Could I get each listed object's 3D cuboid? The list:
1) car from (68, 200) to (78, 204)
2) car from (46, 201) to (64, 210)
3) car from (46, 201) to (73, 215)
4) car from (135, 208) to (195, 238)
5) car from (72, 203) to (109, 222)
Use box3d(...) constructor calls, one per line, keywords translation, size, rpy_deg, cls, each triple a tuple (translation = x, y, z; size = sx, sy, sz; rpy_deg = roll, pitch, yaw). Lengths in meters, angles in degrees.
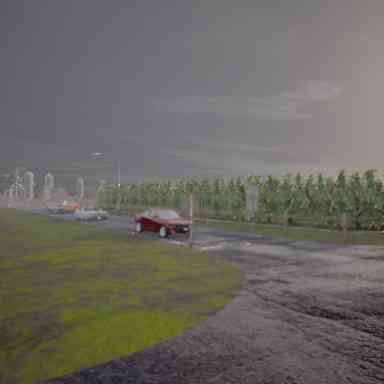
box3d(translation=(-18.089, 2.022, 49.203), size=(2.097, 1.767, 4.553), rpy_deg=(1, -1, -34), cls="car")
box3d(translation=(-23.792, 2.344, 57.556), size=(1.994, 1.385, 4.181), rpy_deg=(1, -1, -34), cls="car")
box3d(translation=(-17.051, 2.127, 42.501), size=(1.994, 1.385, 4.181), rpy_deg=(1, -1, -34), cls="car")
box3d(translation=(-1.728, 1.750, 19.955), size=(1.882, 1.535, 5.008), rpy_deg=(1, -1, -34), cls="car")
box3d(translation=(-9.441, 2.019, 31.278), size=(1.895, 1.301, 4.718), rpy_deg=(1, -1, -34), cls="car")
